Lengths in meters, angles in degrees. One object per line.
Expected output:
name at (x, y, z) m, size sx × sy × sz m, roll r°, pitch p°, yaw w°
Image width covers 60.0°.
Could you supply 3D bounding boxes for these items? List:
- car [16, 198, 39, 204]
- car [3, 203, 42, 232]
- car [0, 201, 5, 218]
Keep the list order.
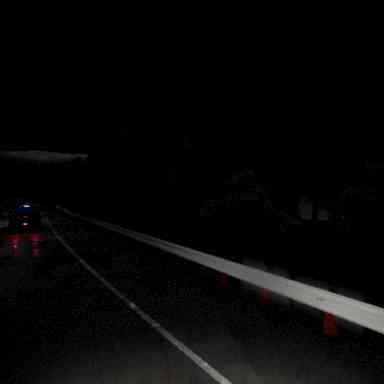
car at (-18.681, 1.693, 37.757) m, size 2.150 × 2.045 × 5.566 m, roll -1°, pitch 0°, yaw -26°
car at (-11.320, 1.779, 22.638) m, size 2.128 × 1.511 × 4.902 m, roll -1°, pitch 0°, yaw -26°
car at (-21.714, 1.757, 36.017) m, size 2.150 × 2.045 × 5.566 m, roll -1°, pitch 0°, yaw -26°
